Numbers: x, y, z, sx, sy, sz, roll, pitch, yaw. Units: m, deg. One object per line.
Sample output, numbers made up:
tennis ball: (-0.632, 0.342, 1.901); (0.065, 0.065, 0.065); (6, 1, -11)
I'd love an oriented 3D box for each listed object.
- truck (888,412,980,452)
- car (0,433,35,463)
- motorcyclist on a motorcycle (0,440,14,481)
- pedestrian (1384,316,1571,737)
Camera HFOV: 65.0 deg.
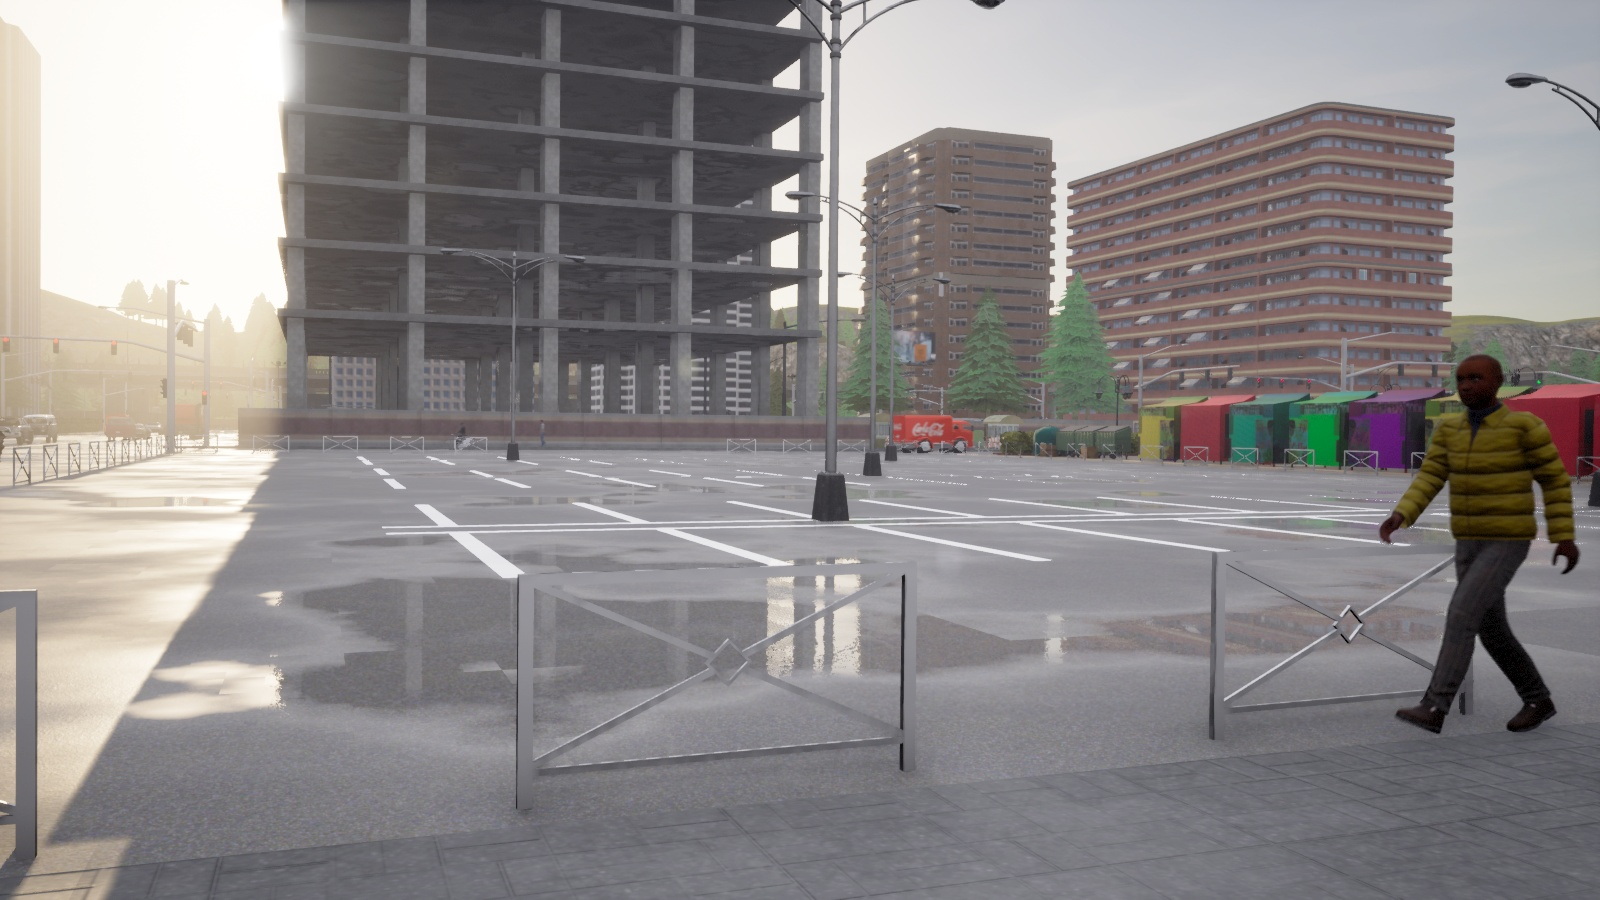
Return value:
truck: (8.570, -1.142, 80.207); (5.204, 2.467, 2.627); (-1, 1, -21)
car: (-51.124, -0.155, 81.270); (1.932, 1.855, 4.605); (-1, 1, -21)
motorcyclist on a motorcycle: (-30.371, 0.392, 47.284); (0.866, 1.530, 2.191); (-1, 1, -21)
pedestrian: (3.116, 0.329, 5.779); (0.726, 1.835, 0.370); (-1, 1, -21)
